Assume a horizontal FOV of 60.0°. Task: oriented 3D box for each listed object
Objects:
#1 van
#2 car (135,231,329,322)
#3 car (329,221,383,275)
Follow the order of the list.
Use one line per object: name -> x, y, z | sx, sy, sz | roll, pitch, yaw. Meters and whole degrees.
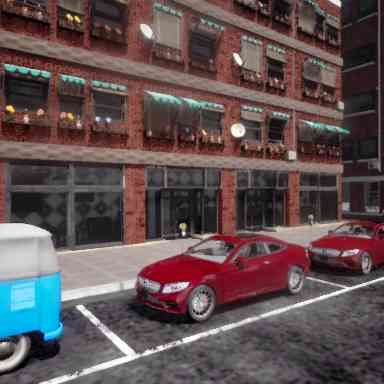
van -> -3.653, 1.339, 3.964 | 3.998, 1.788, 1.690 | 0, 0, -35
car -> 0.847, 1.579, 7.172 | 4.206, 1.307, 1.802 | 0, 0, -35
car -> 5.346, 1.579, 10.381 | 4.206, 1.307, 1.802 | 0, 0, -35
